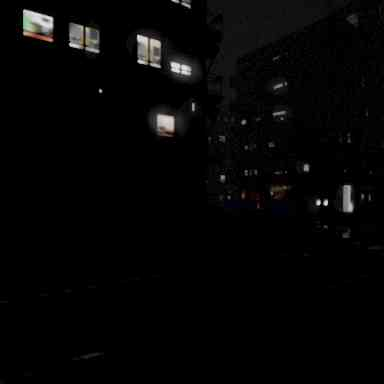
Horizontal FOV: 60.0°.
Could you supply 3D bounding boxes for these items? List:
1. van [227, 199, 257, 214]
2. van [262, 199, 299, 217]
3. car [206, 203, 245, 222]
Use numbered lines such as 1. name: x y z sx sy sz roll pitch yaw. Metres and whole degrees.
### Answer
1. van: 5.634 1.651 38.365 1.690 1.788 3.998 -1 0 -36
2. van: 8.946 1.578 33.846 1.690 1.788 3.998 -1 0 -36
3. car: 2.203 1.857 28.934 1.802 1.307 4.206 -1 0 -36
